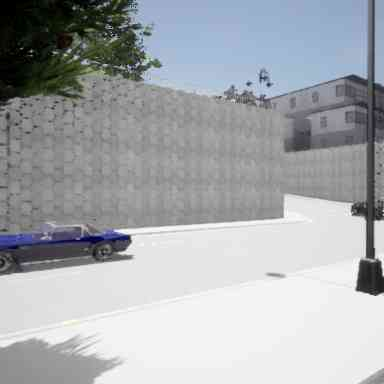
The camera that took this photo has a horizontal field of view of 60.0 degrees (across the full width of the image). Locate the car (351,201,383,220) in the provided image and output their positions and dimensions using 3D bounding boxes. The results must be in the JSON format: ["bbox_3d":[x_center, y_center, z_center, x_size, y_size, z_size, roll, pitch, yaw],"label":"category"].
[{"bbox_3d":[16.030,1.559,29.207,1.837,1.490,4.892,3,1,-7],"label":"car"}]

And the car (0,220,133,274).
[{"bbox_3d":[-4.436,1.614,10.649,4.718,1.301,1.895,0,0,-35],"label":"car"}]
